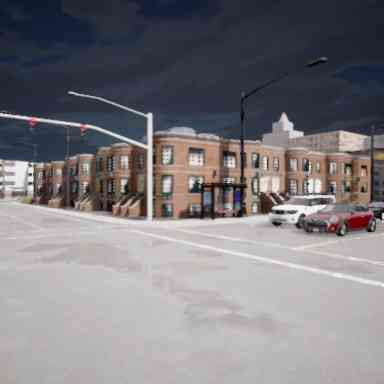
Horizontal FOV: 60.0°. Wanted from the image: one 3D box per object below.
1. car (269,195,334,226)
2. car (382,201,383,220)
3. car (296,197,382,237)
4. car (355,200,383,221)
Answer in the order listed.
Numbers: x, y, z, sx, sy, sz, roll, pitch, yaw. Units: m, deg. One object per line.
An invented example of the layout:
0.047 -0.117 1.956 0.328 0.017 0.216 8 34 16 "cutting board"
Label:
7.644 1.245 22.340 5.566 2.045 2.150 0 0 -35 "car"
15.632 1.522 23.734 4.902 1.511 2.128 0 0 -36 "car"
8.188 1.373 18.417 4.553 1.767 2.097 0 0 -36 "car"
16.187 1.513 28.425 5.008 1.535 1.882 0 0 -35 "car"
